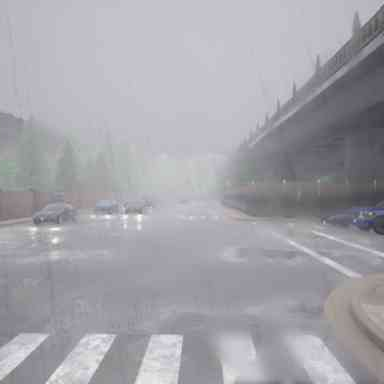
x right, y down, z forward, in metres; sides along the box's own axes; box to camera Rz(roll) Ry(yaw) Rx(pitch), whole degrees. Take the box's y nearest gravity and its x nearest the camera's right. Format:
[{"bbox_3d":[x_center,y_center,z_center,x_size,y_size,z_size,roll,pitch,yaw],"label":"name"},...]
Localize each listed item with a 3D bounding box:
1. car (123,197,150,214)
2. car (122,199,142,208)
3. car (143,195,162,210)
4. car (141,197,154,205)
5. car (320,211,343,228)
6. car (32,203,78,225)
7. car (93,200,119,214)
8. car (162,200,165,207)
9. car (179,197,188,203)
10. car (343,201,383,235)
[{"bbox_3d":[-6.296,1.671,37.721,1.837,1.490,4.892,0,0,1],"label":"car"},{"bbox_3d":[-9.488,1.780,52.757,2.033,1.411,5.357,0,0,1],"label":"car"},{"bbox_3d":[-6.104,1.431,47.575,2.150,2.045,5.566,0,0,1],"label":"car"},{"bbox_3d":[-9.119,1.805,68.725,1.837,1.490,4.892,0,0,1],"label":"car"},{"bbox_3d":[11.653,1.647,22.591,5.357,1.411,2.033,0,0,1],"label":"car"},{"bbox_3d":[-10.119,1.615,25.029,1.837,1.490,4.892,0,0,2],"label":"car"},{"bbox_3d":[-9.796,1.646,38.140,1.882,1.535,5.008,0,0,1],"label":"car"},{"bbox_3d":[-5.863,1.817,57.546,1.994,1.385,4.181,0,0,2],"label":"car"},{"bbox_3d":[-1.956,1.887,75.949,1.994,1.385,4.181,0,0,4],"label":"car"},{"bbox_3d":[12.113,1.307,19.089,5.566,2.045,2.150,0,0,1],"label":"car"}]
